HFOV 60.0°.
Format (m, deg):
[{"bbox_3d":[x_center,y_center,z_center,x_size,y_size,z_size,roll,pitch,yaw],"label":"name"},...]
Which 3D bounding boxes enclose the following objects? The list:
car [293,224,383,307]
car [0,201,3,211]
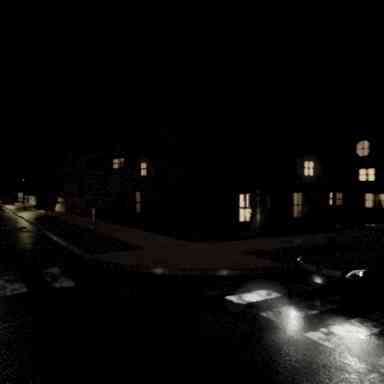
[{"bbox_3d":[4.521,1.559,8.197,4.674,1.442,1.812,1,1,-35],"label":"car"},{"bbox_3d":[-24.197,1.603,40.428,1.994,1.385,4.181,-1,0,-33],"label":"car"}]
